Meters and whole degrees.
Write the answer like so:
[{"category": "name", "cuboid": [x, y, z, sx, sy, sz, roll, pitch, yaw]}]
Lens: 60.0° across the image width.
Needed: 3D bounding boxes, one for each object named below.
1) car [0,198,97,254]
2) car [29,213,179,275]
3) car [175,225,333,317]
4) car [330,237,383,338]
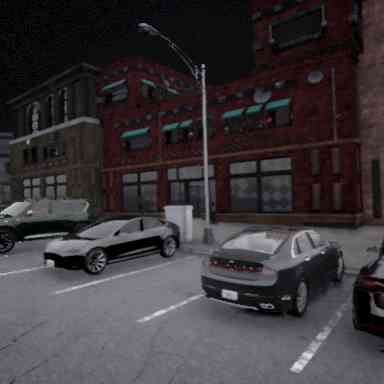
[{"category": "car", "cuboid": [-6.699, 1.305, 14.382, 2.435, 2.045, 5.566, -1, -1, 39]}, {"category": "car", "cuboid": [-2.400, 1.550, 11.003, 2.163, 1.488, 4.792, 0, 0, 38]}, {"category": "car", "cuboid": [2.085, 1.501, 7.669, 2.231, 1.521, 4.892, 0, 0, 37]}, {"category": "car", "cuboid": [4.317, 1.518, 6.092, 2.163, 1.488, 4.792, 0, 0, 36]}]
